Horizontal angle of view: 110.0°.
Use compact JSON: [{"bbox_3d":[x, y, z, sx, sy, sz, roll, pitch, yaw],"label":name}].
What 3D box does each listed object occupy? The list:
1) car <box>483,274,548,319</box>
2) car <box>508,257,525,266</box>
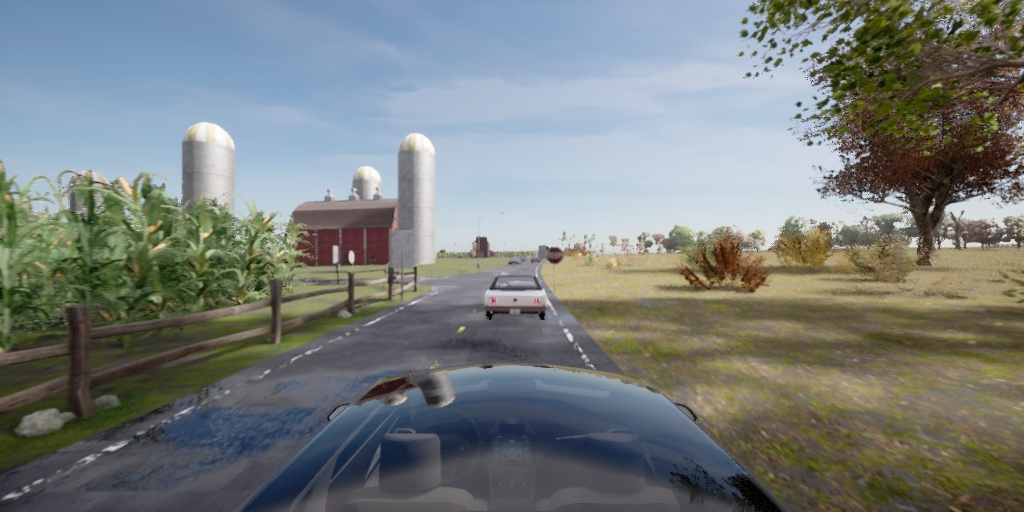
[{"bbox_3d":[0.151,1.276,12.385,1.895,1.301,4.718,0,0,2],"label":"car"},{"bbox_3d":[0.487,0.853,60.769,2.033,1.411,5.357,0,0,7],"label":"car"}]
